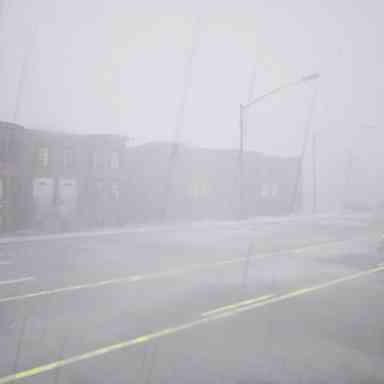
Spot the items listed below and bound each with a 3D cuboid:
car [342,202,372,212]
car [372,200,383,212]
[{"bbox_3d":[23.191,2.073,46.887,2.033,1.411,5.357,0,-1,-4],"label":"car"},{"bbox_3d":[26.706,1.805,44.387,2.097,1.767,4.553,-1,-1,0],"label":"car"}]
